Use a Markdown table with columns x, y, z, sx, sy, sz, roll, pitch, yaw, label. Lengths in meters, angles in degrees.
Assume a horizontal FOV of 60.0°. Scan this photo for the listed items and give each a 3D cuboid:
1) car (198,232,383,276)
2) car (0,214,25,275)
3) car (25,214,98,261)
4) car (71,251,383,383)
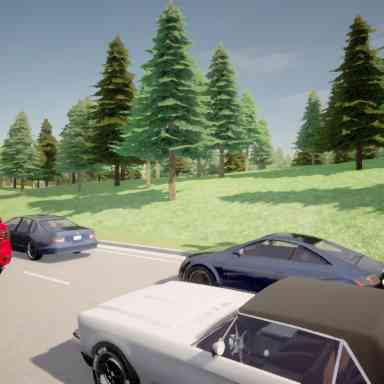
| x | y | z | sx | sy | sz | roll | pitch | yaw | label |
| --- | --- | --- | --- | --- | --- | --- | --- | --- | --- |
| 1.756 | 1.564 | 7.036 | 4.181 | 1.385 | 1.994 | 0 | 0 | 35 | car |
| -7.064 | 1.221 | 8.949 | 5.566 | 2.045 | 2.150 | 0 | 0 | 36 | car |
| -5.802 | 1.547 | 12.353 | 5.357 | 1.411 | 2.033 | 0 | 0 | 35 | car |
| 0.907 | 1.601 | 3.344 | 4.718 | 1.301 | 1.895 | 0 | 0 | 35 | car |
